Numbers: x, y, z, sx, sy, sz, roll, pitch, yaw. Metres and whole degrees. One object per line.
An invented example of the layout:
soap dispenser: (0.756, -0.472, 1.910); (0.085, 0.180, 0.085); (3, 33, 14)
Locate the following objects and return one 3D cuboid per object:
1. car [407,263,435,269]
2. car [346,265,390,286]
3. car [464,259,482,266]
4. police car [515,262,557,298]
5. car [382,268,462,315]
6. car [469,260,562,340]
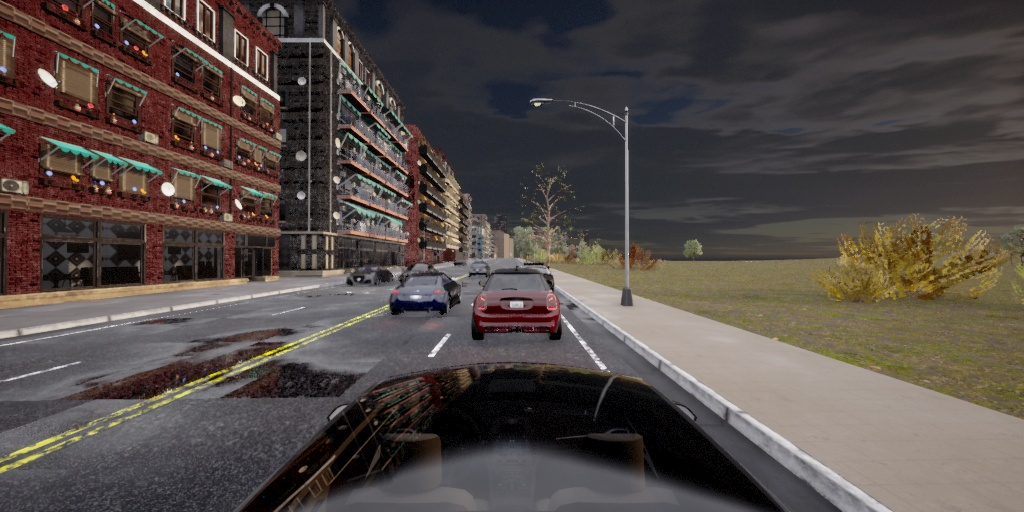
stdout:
car: (-6.554, 1.257, 25.561); (1.837, 1.490, 4.892); (0, 0, 0)
car: (-9.803, 1.316, 24.940); (1.994, 1.385, 4.181); (0, 0, 0)
car: (-3.070, 1.300, 34.740); (2.033, 1.411, 5.357); (0, 0, 0)
police car: (1.173, 1.178, 19.622); (1.930, 1.638, 5.238); (0, 0, 0)
car: (-3.127, 1.315, 13.675); (1.994, 1.385, 4.181); (0, 0, 0)
car: (0.112, 1.103, 10.126); (2.097, 1.767, 4.553); (0, 0, 0)
